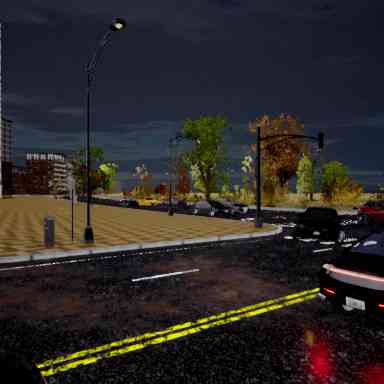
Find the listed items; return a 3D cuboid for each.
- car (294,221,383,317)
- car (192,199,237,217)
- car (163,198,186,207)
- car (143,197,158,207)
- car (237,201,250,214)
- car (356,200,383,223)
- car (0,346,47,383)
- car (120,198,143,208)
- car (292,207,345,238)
[{"bbox_3d":[4.502,1.491,6.453,4.902,1.511,2.128,0,0,-34],"label":"car"},{"bbox_3d":[1.840,1.573,32.388,1.837,1.490,4.892,0,0,-32],"label":"car"},{"bbox_3d":[-2.836,1.635,52.954,2.033,1.411,5.357,0,0,-30],"label":"car"},{"bbox_3d":[-7.182,1.583,53.594,1.882,1.535,5.008,0,0,-30],"label":"car"},{"bbox_3d":[4.012,1.551,35.053,2.128,1.511,4.902,0,0,-32],"label":"car"},{"bbox_3d":[13.629,1.351,22.287,4.553,1.767,2.097,0,0,43],"label":"car"},{"bbox_3d":[-3.082,1.492,1.210,4.902,1.511,2.128,0,0,-35],"label":"car"},{"bbox_3d":[-9.731,1.680,51.514,1.994,1.385,4.181,0,0,-30],"label":"car"},{"bbox_3d":[6.375,1.475,16.396,1.882,1.535,5.008,2,1,25],"label":"car"}]
